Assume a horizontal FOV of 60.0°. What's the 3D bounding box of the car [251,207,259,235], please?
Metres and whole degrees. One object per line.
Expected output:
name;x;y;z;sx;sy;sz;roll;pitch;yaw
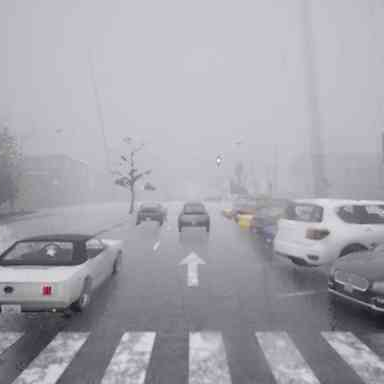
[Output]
car;5.088;1.494;12.746;5.008;1.535;2.097;1;0;-20

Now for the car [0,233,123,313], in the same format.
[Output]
car;-2.893;1.598;7.569;1.895;1.301;4.718;0;0;0

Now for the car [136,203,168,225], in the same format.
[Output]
car;-2.878;1.541;24.339;1.837;1.490;4.892;0;0;0

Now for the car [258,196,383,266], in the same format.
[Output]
car;5.108;1.238;9.781;5.566;2.045;2.435;1;0;-20

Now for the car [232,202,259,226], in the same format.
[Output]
car;5.261;1.508;18.778;5.366;1.575;1.946;1;0;-20

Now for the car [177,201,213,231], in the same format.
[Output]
car;0.118;1.515;20.629;2.128;1.511;4.902;0;0;0

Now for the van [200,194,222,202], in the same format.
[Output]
van;5.039;1.424;79.904;4.442;1.987;1.878;1;-1;-20

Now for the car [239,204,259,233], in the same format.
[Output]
car;5.078;1.502;15.731;4.892;1.521;2.231;1;0;-20

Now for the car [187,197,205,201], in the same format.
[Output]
car;0.133;1.580;35.505;1.837;1.490;4.892;0;0;0

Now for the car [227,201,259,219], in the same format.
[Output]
car;5.116;1.549;21.708;4.792;1.488;2.163;1;0;-20

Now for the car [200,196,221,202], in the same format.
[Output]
car;4.980;1.885;88.807;5.366;1.575;1.946;1;-1;-20

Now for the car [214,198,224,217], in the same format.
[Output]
car;4.923;1.533;27.594;5.366;1.575;1.946;1;0;-20

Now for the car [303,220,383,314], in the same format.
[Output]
car;5.086;1.489;6.780;4.892;1.521;2.231;1;0;-20

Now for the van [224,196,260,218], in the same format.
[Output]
van;4.987;1.301;24.636;4.442;1.987;1.878;1;0;-20
